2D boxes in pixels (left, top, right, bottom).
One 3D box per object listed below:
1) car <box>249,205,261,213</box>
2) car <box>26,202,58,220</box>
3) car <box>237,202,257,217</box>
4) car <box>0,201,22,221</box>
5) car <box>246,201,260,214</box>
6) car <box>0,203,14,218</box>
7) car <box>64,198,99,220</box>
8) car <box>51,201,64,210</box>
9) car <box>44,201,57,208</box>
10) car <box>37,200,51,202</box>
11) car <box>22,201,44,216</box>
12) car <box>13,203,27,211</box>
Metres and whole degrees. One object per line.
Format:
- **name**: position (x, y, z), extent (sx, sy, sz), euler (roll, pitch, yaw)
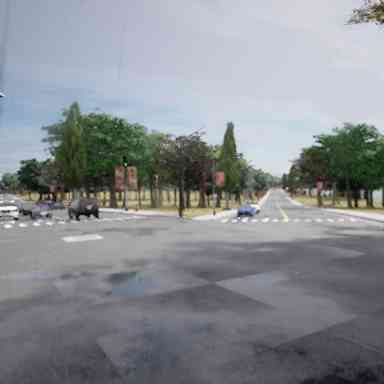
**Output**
- **car**: position (11.930, 3.164, 62.932), extent (1.895, 1.301, 4.718), euler (-1, -2, 14)
- **car**: position (-16.212, 2.121, 35.708), extent (2.128, 1.511, 4.902), euler (-1, -1, -30)
- **car**: position (6.925, 2.425, 42.876), extent (1.882, 1.535, 5.008), euler (-1, -2, 14)
- **car**: position (-19.216, 1.931, 34.394), extent (2.150, 2.045, 5.566), euler (-1, -1, -30)
- **car**: position (9.379, 2.458, 52.750), extent (2.150, 2.045, 5.566), euler (-1, -2, 14)
- **car**: position (-24.179, 2.285, 42.678), extent (2.097, 1.767, 4.553), euler (-1, -1, -30)
- **car**: position (-10.922, 1.675, 33.350), extent (2.150, 2.045, 5.566), euler (-1, 0, -30)
- **car**: position (-26.060, 2.740, 64.862), extent (2.033, 1.411, 5.357), euler (-1, -1, -31)
- **car**: position (-31.419, 2.780, 73.803), extent (1.882, 1.535, 5.008), euler (-1, -1, -31)
- **car**: position (-28.872, 2.497, 63.219), extent (2.150, 2.045, 5.566), euler (-1, -1, -31)
- **car**: position (-21.068, 2.324, 43.809), extent (1.882, 1.535, 5.008), euler (-1, -1, -30)
- **car**: position (-33.678, 2.976, 64.935), extent (2.033, 1.411, 5.357), euler (-1, -1, -31)
